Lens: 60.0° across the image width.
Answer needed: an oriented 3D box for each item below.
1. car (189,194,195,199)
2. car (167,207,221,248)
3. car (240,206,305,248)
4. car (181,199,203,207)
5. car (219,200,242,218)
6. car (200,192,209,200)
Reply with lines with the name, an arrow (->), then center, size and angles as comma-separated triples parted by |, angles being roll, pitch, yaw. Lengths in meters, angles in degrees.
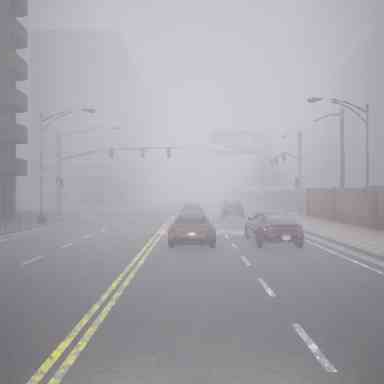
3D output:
car -> 0.000, 1.388, 91.823 | 2.128, 1.511, 4.902 | 0, 0, 0
car -> 0.000, 1.570, 14.650 | 1.994, 1.385, 4.181 | 0, 0, 0
car -> 3.500, 1.531, 14.650 | 1.812, 1.442, 4.674 | 0, 0, 0
car -> 0.000, 1.571, 29.650 | 1.994, 1.385, 4.181 | 0, 0, 0
car -> 3.500, 1.493, 29.650 | 2.128, 1.511, 4.902 | 0, 0, 0
car -> 3.500, 1.088, 91.856 | 2.150, 2.045, 5.566 | 0, 0, 0
